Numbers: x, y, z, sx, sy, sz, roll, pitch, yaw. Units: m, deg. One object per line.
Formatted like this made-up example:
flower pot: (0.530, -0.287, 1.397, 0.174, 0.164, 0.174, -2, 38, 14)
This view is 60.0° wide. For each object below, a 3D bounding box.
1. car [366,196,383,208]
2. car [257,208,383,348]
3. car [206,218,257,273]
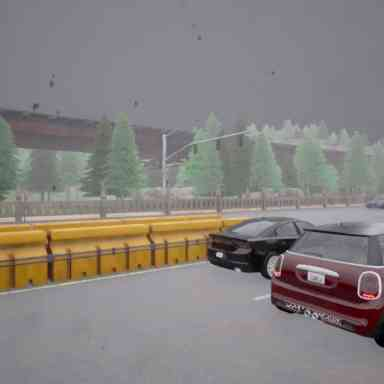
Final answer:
car: (24.387, 1.351, 42.862, 4.553, 1.767, 2.097, 0, 0, -35)
car: (3.660, 1.352, 6.395, 4.553, 1.767, 2.097, 0, 0, -35)
car: (2.738, 1.478, 10.027, 5.008, 1.535, 1.882, 0, 0, -35)
